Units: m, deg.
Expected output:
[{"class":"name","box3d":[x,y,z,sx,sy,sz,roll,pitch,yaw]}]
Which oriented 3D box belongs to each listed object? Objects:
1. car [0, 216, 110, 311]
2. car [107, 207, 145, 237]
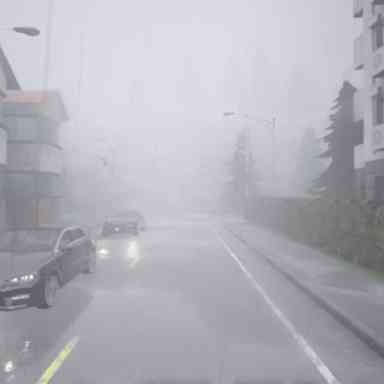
[{"class":"car","box3d":[-3.719,1.577,8.113,2.128,1.511,4.902,0,-1,-1]},{"class":"car","box3d":[-3.884,1.704,19.549,1.837,1.490,4.892,0,0,-1]}]
